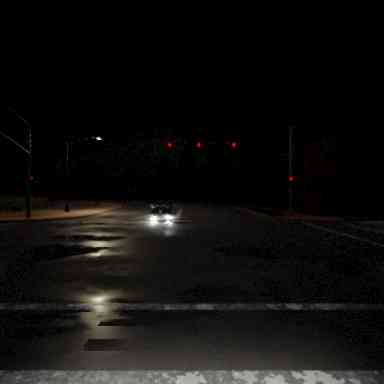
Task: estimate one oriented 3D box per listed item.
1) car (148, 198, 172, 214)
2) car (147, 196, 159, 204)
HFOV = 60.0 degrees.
[{"bbox_3d":[-3.073,1.583,34.449,1.895,1.301,4.718,0,0,0],"label":"car"},{"bbox_3d":[-6.705,1.488,59.746,1.994,1.385,4.181,0,0,-26],"label":"car"}]
